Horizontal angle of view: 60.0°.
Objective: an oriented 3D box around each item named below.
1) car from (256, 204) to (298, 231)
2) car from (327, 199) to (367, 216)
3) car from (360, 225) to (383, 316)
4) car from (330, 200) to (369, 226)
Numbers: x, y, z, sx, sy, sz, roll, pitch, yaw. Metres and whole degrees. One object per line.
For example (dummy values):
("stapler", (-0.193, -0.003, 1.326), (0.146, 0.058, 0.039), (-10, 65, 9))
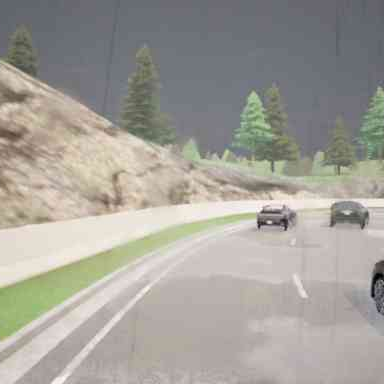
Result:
("car", (5.456, 1.508, 20.991), (2.128, 1.511, 4.902), (0, 0, 26))
("car", (16.403, 1.578, 35.139), (4.902, 1.511, 2.128), (0, 0, -43))
("car", (4.194, 1.519, 4.524), (2.128, 1.511, 4.902), (0, 0, 7))
("car", (11.028, 1.411, 23.119), (2.097, 1.767, 4.553), (1, 0, 31))
